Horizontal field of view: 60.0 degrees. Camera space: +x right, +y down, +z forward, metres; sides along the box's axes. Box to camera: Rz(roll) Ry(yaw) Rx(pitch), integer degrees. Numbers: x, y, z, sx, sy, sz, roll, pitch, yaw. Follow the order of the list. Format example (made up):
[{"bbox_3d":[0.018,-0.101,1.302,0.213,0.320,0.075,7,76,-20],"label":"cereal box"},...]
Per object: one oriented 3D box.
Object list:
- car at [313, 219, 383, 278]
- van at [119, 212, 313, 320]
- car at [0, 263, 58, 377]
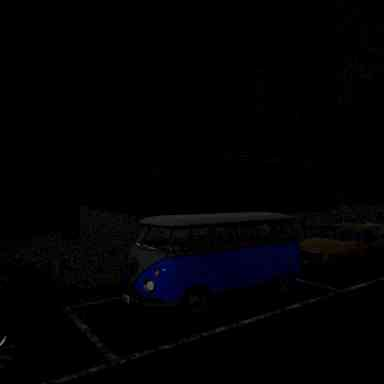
[{"bbox_3d":[4.844,1.526,10.109,4.829,1.417,1.752,0,0,-36],"label":"car"},{"bbox_3d":[0.556,1.341,7.049,3.998,1.788,1.690,0,0,-36],"label":"van"},{"bbox_3d":[-3.870,1.566,3.891,4.313,1.339,1.947,0,0,-36],"label":"car"}]
